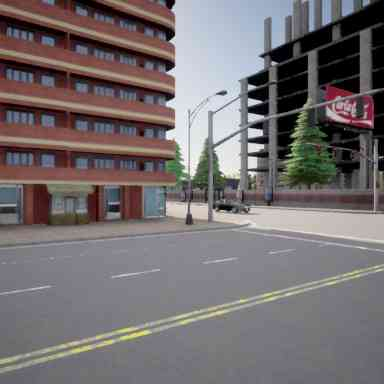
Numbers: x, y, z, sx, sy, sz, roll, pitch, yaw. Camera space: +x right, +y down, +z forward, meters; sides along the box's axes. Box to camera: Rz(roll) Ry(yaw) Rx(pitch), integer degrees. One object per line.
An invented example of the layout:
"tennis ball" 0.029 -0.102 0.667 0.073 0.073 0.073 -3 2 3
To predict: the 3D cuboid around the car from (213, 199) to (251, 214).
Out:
"car" 4.201 1.491 35.892 2.128 1.511 4.902 0 0 -35
